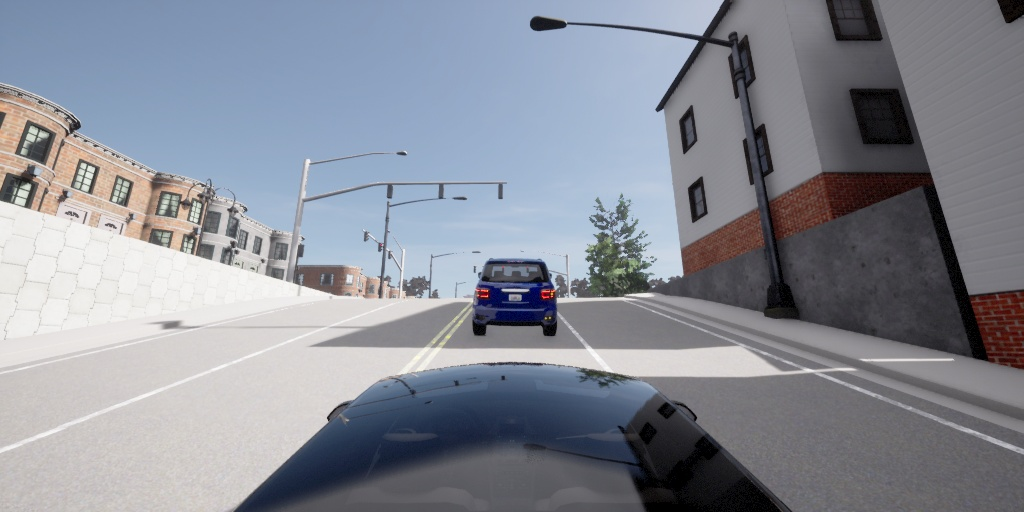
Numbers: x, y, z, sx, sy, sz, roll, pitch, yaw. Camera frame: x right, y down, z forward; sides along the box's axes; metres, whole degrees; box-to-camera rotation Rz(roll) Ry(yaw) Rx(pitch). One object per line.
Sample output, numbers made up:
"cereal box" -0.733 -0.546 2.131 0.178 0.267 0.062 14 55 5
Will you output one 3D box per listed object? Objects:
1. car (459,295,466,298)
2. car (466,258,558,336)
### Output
"car" -3.616 4.136 31.954 1.882 1.535 5.008 0 -14 0
"car" 0.086 1.097 11.008 2.150 2.045 5.566 1 -1 0
